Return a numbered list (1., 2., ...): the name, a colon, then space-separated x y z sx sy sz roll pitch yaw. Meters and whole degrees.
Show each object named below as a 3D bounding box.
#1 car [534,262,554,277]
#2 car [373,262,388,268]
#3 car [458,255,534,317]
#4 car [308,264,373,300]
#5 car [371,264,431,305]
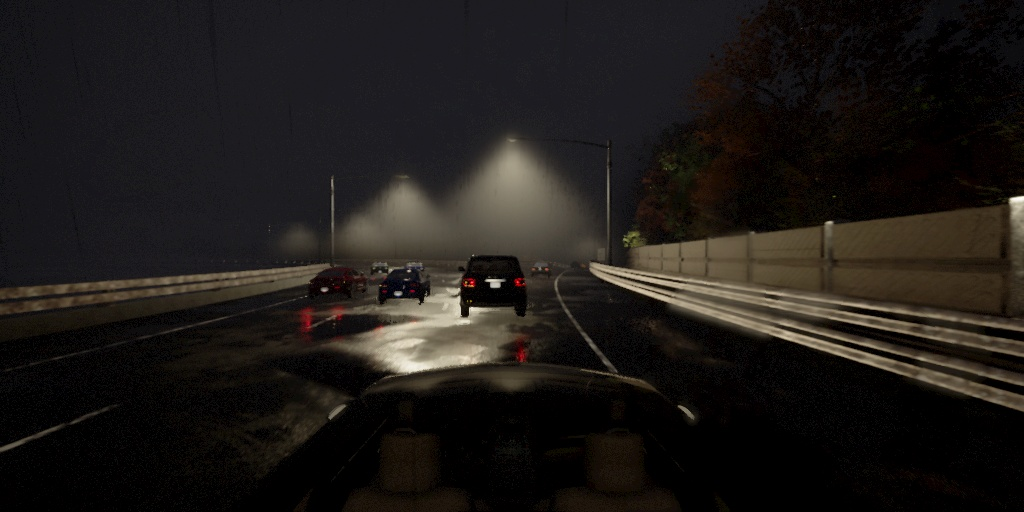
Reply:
1. car: 3.029 1.283 35.341 2.033 1.411 5.357 0 0 10
2. car: -15.060 1.379 40.701 1.895 1.301 4.718 0 0 -22
3. car: -0.817 0.971 13.427 2.150 2.045 5.566 0 0 -7
4. car: -8.558 1.293 17.918 1.812 1.442 4.674 0 0 -9
5. car: -4.749 1.284 16.215 1.812 1.442 4.674 0 0 -8
